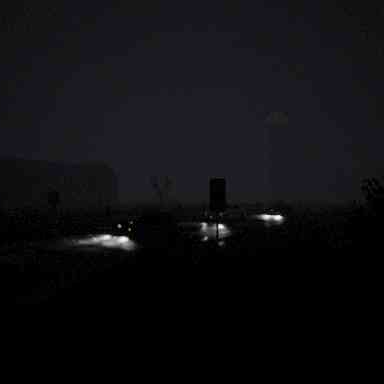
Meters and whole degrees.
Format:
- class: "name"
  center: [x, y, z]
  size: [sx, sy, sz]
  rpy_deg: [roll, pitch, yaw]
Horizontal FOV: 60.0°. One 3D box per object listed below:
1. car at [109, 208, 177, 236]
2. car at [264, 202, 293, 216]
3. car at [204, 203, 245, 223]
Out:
- class: "car"
  center: [-2.695, 1.621, 19.068]
  size: [1.994, 1.385, 4.181]
  rpy_deg: [1, 0, 34]
- class: "car"
  center: [9.622, 1.819, 36.755]
  size: [1.994, 1.385, 4.181]
  rpy_deg: [1, 0, 37]
- class: "car"
  center: [2.807, 1.672, 27.434]
  size: [1.812, 1.442, 4.674]
  rpy_deg: [1, 0, 35]
